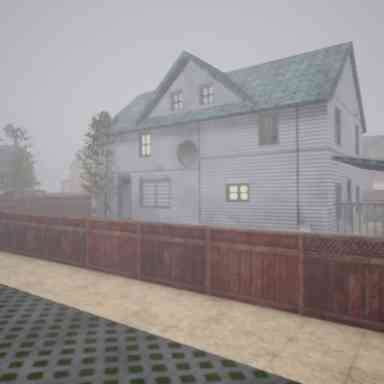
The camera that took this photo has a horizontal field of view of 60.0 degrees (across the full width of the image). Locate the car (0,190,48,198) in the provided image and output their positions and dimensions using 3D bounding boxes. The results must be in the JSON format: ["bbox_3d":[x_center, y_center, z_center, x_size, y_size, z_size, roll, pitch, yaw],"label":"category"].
[{"bbox_3d":[-14.767,0.841,27.872,2.150,2.045,5.566,-1,1,36],"label":"car"}]
